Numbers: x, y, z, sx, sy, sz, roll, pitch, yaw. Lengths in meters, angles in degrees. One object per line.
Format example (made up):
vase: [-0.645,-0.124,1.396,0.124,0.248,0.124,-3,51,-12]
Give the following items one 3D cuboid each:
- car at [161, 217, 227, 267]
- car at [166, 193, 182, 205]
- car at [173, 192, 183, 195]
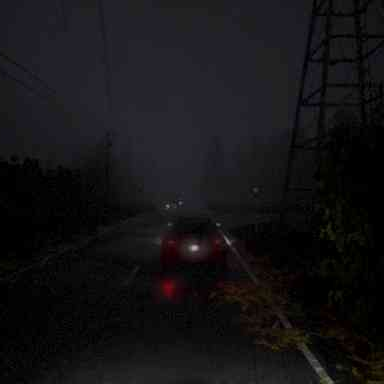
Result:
car: [0.066,1.531,11.281,1.994,1.385,4.181,0,0,0]
car: [-3.262,1.384,55.369,2.033,1.411,5.357,0,0,1]
car: [-3.204,1.008,71.429,2.150,2.045,5.566,0,0,0]
